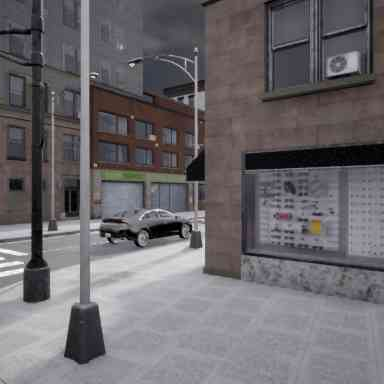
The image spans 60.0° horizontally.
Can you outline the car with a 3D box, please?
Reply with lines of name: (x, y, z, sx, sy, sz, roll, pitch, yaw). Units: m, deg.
car: (-1.869, 1.459, 14.943, 2.128, 1.511, 4.902, 0, 0, 35)
